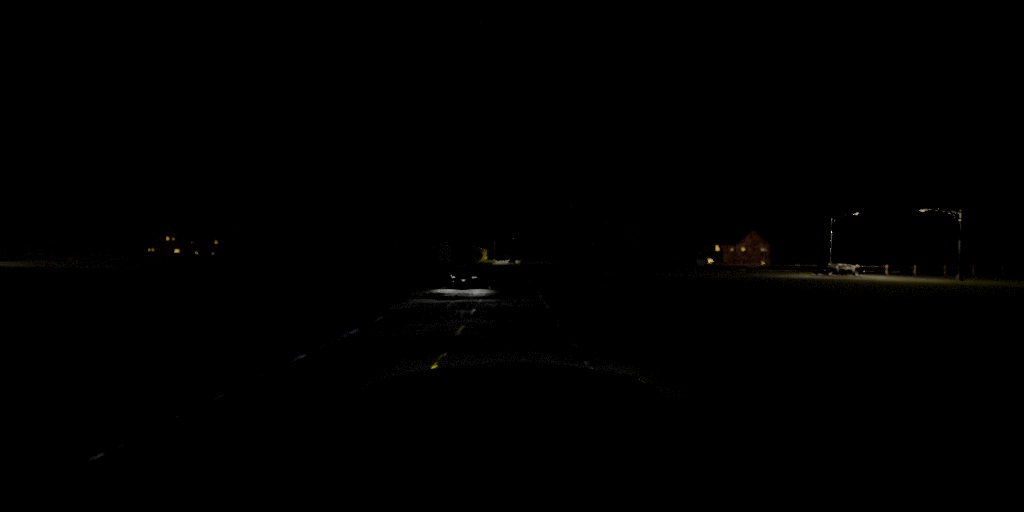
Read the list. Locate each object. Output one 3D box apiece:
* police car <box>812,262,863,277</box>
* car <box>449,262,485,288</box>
[{"bbox_3d":[38.989,1.586,43.050,5.238,1.638,1.930,1,1,0],"label":"police car"},{"bbox_3d":[-2.818,1.182,23.281,1.837,1.490,4.892,0,0,0],"label":"car"}]
